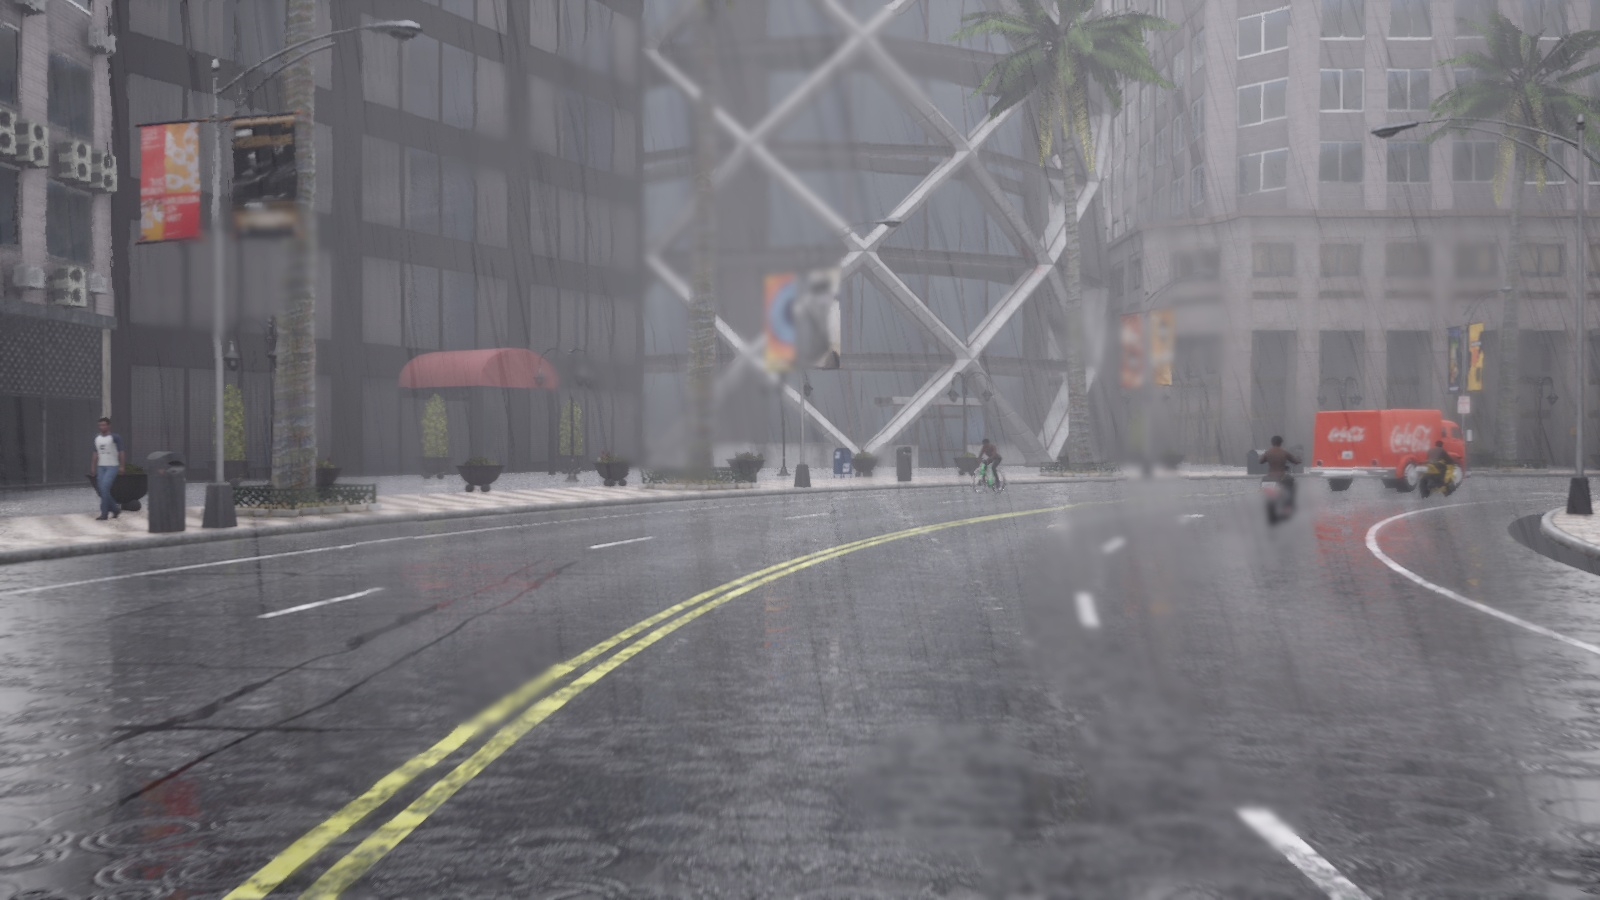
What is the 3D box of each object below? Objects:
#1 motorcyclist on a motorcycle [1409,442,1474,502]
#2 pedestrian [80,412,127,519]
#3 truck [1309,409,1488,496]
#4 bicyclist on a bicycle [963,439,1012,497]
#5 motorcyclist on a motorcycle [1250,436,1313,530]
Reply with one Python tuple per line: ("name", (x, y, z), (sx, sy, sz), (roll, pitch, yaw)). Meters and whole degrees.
("motorcyclist on a motorcycle", (16.817, 0.557, 32.912), (2.044, 1.523, 0.797), (0, 1, -41))
("pedestrian", (-12.131, 0.270, 21.882), (0.354, 1.836, 0.706), (0, 0, 11))
("truck", (18.253, 0.059, 38.235), (5.204, 2.467, 2.627), (0, 0, -34))
("bicyclist on a bicycle", (5.429, 0.499, 36.342), (0.582, 1.620, 1.656), (1, 1, 42))
("motorcyclist on a motorcycle", (8.922, 0.573, 23.223), (0.766, 1.649, 2.350), (1, 0, 29))
